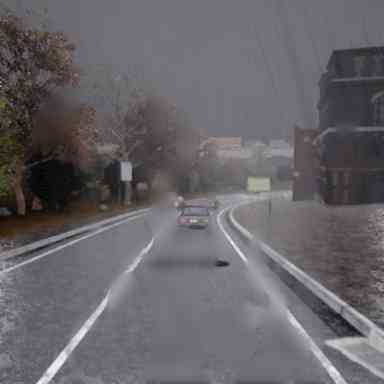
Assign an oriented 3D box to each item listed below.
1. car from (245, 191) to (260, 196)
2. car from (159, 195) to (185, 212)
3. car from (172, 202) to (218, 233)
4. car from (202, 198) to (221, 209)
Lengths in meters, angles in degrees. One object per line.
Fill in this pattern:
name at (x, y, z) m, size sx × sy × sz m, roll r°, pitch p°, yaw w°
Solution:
car at (13.630, 0.001, 74.438) m, size 1.837 × 1.490 × 4.892 m, roll 4°, pitch 4°, yaw 33°
car at (-2.026, 1.153, 35.379) m, size 2.097 × 1.767 × 4.553 m, roll 1°, pitch 1°, yaw 10°
car at (0.201, 1.509, 19.293) m, size 2.033 × 1.411 × 5.357 m, roll 0°, pitch 0°, yaw 1°
car at (2.223, 1.349, 38.696) m, size 2.033 × 1.411 × 5.357 m, roll 1°, pitch 1°, yaw 12°
